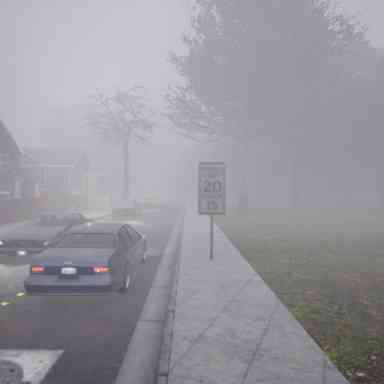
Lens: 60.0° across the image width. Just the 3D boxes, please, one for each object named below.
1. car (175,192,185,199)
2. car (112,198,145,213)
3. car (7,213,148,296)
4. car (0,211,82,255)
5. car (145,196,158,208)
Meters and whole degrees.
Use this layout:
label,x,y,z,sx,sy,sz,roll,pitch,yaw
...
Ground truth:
label,x,y,z,sx,sy,sz,roll,pitch,yaw
car,-3.472,0.940,92.678,2.150,2.045,5.566,0,0,-1
car,-5.442,1.354,28.173,1.882,1.535,5.008,0,0,-1
car,-2.340,1.512,8.732,2.033,1.411,5.357,0,0,-1
car,-5.246,1.478,12.853,2.033,1.411,5.357,0,0,-1
car,-5.564,1.331,43.892,1.882,1.535,5.008,0,0,-1
